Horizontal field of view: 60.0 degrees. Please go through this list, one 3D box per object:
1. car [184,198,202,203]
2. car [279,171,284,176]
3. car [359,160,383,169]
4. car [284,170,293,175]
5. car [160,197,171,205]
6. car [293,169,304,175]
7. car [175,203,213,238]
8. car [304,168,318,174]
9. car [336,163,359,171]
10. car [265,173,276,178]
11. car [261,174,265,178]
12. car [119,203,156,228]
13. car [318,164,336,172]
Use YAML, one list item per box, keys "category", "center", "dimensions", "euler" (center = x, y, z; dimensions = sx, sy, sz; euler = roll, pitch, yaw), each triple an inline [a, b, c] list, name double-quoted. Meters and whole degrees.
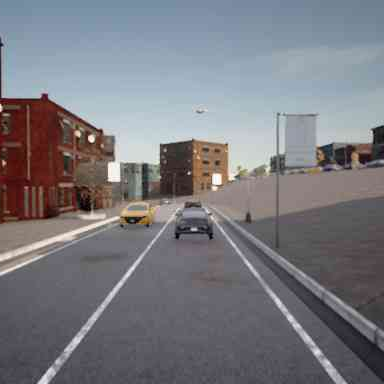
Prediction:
- category: "car"
  center: [0.112, 1.469, 37.872]
  dimensions: [1.882, 1.535, 5.008]
  euler: [0, 0, 0]
- category: "car"
  center: [21.755, -4.048, 76.032]
  dimensions: [2.231, 1.521, 4.892]
  euler: [0, 1, -1]
- category: "car"
  center: [24.250, -3.424, 42.764]
  dimensions: [2.002, 1.452, 4.674]
  euler: [0, 1, -7]
- category: "car"
  center: [21.882, -3.970, 70.514]
  dimensions: [2.231, 1.521, 4.892]
  euler: [0, 1, -1]
- category: "car"
  center: [-5.134, 1.802, 64.098]
  dimensions: [2.128, 1.511, 4.902]
  euler: [0, -1, -11]
- category: "car"
  center: [22.113, -3.833, 64.972]
  dimensions: [2.002, 1.452, 4.674]
  euler: [0, 1, -2]
- category: "car"
  center: [0.092, 1.520, 17.375]
  dimensions: [1.812, 1.442, 4.674]
  euler: [0, 0, 0]
- category: "car"
  center: [22.464, -3.771, 59.435]
  dimensions: [2.097, 1.535, 5.008]
  euler: [0, 1, -4]
- category: "car"
  center: [23.549, -3.536, 48.238]
  dimensions: [2.163, 1.488, 4.792]
  euler: [0, 1, -6]
- category: "car"
  center: [21.520, -4.306, 86.968]
  dimensions: [2.185, 1.767, 4.553]
  euler: [0, 1, -1]
- category: "car"
  center: [21.402, -4.204, 92.462]
  dimensions: [2.002, 1.452, 4.674]
  euler: [0, 1, -1]
- category: "car"
  center: [-3.591, 1.470, 22.576]
  dimensions: [1.882, 1.535, 5.008]
  euler: [0, 0, 0]
- category: "car"
  center: [22.931, -3.796, 53.929]
  dimensions: [2.185, 1.767, 4.553]
  euler: [0, 1, -5]
